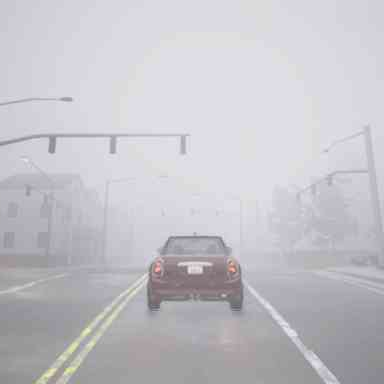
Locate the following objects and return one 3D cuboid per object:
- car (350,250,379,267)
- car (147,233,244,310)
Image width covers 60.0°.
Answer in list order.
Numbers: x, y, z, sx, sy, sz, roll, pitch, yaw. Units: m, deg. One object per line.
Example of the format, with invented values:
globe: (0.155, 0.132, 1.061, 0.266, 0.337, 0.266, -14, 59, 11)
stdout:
car: (16.211, 5.745, 28.724, 4.892, 1.490, 1.837, 0, -12, 1)
car: (0.080, 1.932, 9.083, 2.097, 1.767, 4.553, 0, -8, 0)
